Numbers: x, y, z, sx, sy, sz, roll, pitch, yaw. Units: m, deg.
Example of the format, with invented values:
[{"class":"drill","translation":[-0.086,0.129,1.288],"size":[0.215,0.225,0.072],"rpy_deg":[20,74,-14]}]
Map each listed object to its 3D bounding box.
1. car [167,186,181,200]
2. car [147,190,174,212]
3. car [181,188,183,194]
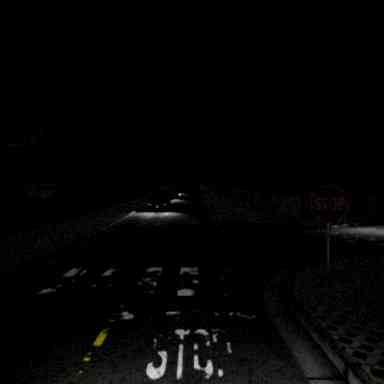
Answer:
[{"class":"car","translation":[-2.884,0.281,45.690],"size":[1.812,1.442,4.674],"rpy_deg":[0,2,0]},{"class":"car","translation":[-2.880,0.871,29.903],"size":[1.837,1.490,4.892],"rpy_deg":[0,2,0]},{"class":"car","translation":[-2.832,-0.413,63.781],"size":[1.812,1.442,4.674],"rpy_deg":[0,2,0]}]
